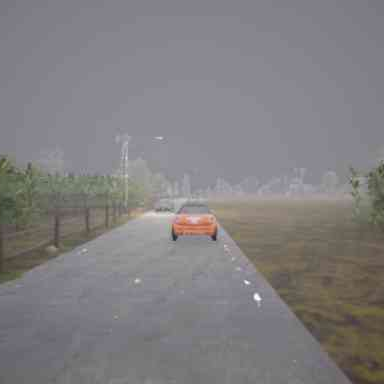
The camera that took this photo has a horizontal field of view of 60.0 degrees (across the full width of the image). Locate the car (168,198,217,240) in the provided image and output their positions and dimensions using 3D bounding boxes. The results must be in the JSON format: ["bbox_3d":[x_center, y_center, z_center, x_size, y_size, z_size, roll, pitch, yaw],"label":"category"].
[{"bbox_3d":[0.105,1.327,16.977,2.097,1.767,4.553,0,0,0],"label":"car"}]

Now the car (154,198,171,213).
[{"bbox_3d":[-2.777,1.413,34.867,1.837,1.490,4.892,0,0,1],"label":"car"}]

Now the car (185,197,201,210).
[{"bbox_3d":[0.117,1.427,42.646,2.033,1.411,5.357,0,0,0],"label":"car"}]
